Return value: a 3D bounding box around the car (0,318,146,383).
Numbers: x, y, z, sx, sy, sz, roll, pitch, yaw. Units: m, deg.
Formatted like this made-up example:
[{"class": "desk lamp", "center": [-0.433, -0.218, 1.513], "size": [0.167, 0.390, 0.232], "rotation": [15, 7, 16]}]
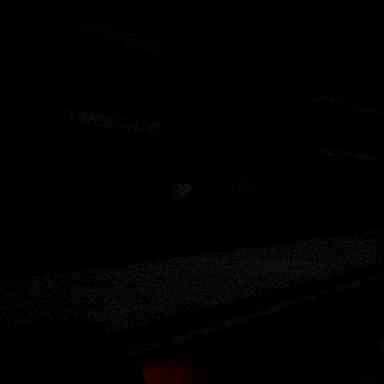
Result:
[{"class": "car", "center": [-2.733, 1.547, 1.429], "size": [5.357, 1.411, 2.033], "rotation": [0, 0, -36]}]
